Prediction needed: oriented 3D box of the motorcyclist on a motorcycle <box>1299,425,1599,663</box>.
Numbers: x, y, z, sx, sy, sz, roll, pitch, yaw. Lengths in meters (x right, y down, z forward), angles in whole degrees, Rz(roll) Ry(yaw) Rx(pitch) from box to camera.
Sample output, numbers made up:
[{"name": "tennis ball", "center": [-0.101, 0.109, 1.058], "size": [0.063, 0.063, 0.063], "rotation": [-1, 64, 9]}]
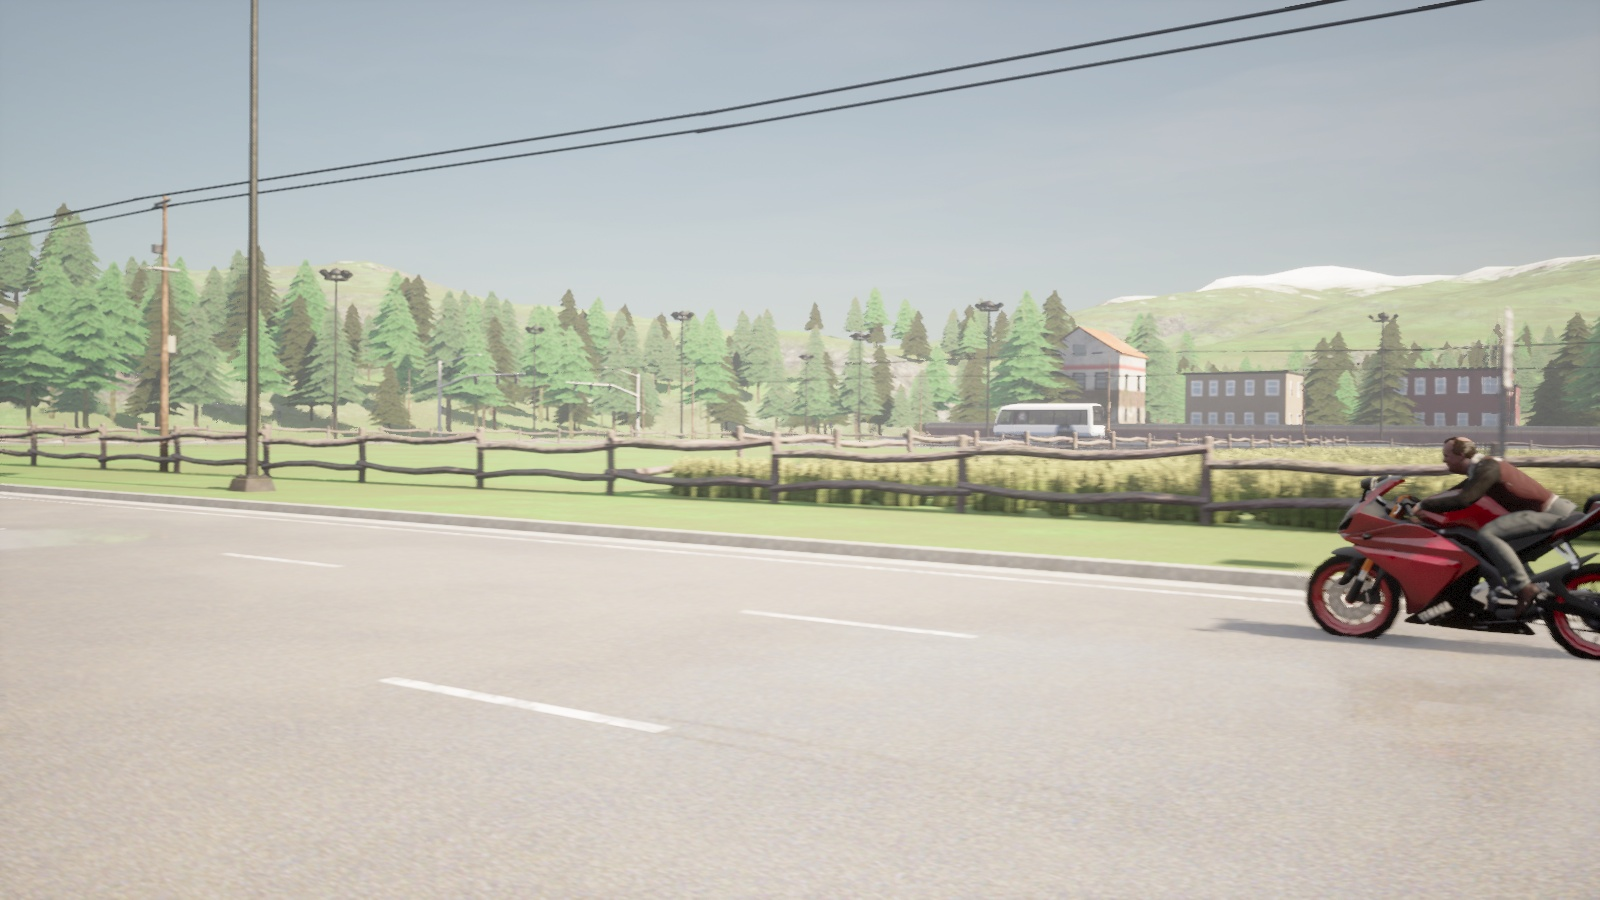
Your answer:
[{"name": "motorcyclist on a motorcycle", "center": [4.772, 0.600, 8.857], "size": [2.191, 1.530, 0.866], "rotation": [0, 1, 34]}]
